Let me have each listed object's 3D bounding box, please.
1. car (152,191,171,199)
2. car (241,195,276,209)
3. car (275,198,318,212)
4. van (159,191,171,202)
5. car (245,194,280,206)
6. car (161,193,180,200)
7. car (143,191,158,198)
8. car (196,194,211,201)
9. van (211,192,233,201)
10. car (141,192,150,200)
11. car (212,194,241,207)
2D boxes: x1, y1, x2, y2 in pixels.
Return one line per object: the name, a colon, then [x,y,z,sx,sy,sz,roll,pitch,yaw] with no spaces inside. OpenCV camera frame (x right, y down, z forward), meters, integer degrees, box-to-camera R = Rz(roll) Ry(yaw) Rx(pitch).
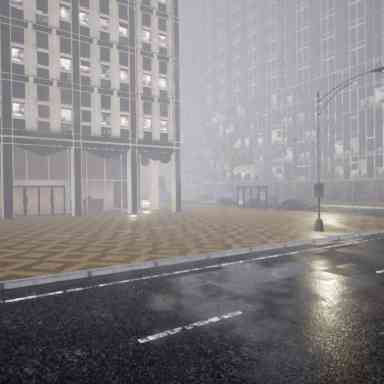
car: [-7.133,0.615,78.140,2.192,1.841,5.009,0,1,-34]
car: [8.392,1.388,40.545,1.802,1.307,4.206,0,1,-34]
car: [11.596,1.423,35.848,1.947,1.339,4.313,0,1,-34]
van: [-4.387,0.937,59.343,1.690,1.788,3.998,0,1,-34]
car: [10.195,1.153,48.327,2.128,1.511,4.902,-1,1,-34]
car: [-4.595,0.925,69.858,1.837,1.490,4.892,-1,1,-34]
car: [-10.351,0.686,82.826,1.967,1.590,4.097,0,1,-34]
car: [2.521,1.043,64.089,1.802,1.307,4.206,0,1,-34]
van: [5.738,0.855,59.401,1.690,1.788,3.998,0,1,-34]
car: [-10.823,1.039,68.715,2.008,1.369,4.403,0,1,-34]
car: [5.222,1.319,45.262,1.947,1.339,4.313,0,1,-34]
